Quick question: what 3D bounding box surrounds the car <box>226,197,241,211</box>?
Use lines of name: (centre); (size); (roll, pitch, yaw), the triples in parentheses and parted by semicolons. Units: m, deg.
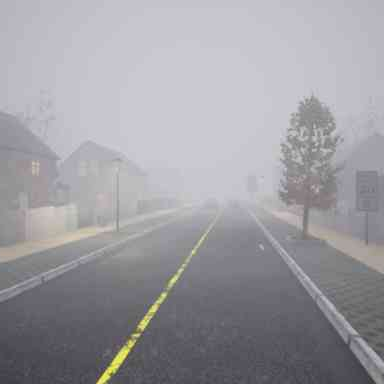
car: (5.408, 1.698, 43.279); (2.033, 1.411, 5.357); (0, 0, 6)

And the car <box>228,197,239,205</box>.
car: (8.253, 1.712, 66.588); (2.128, 1.511, 4.902); (0, 0, 7)

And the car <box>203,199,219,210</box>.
car: (2.650, 1.632, 45.002); (1.882, 1.535, 5.008); (0, 0, 7)
